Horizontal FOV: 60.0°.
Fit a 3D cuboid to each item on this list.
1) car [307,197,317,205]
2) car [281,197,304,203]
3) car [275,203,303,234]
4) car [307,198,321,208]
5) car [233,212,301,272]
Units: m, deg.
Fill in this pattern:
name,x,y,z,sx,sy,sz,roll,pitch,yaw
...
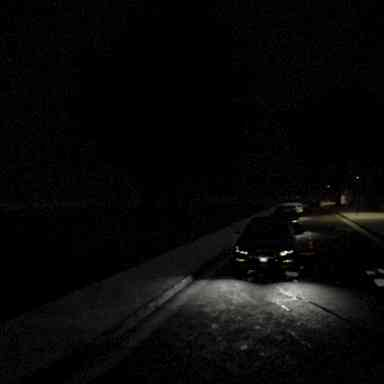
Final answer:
name,x,y,z,sx,sy,sz,roll,pitch,yaw
car,25.476,1.912,70.775,1.812,1.442,4.674,-2,-1,18
car,11.201,1.547,37.134,2.150,2.045,5.566,-2,-1,18
car,6.651,1.773,23.526,2.033,1.411,5.357,-2,-1,18
car,20.412,1.930,55.641,1.895,1.301,4.718,-2,-1,18
car,2.656,1.642,11.450,1.837,1.490,4.892,-2,-2,17
